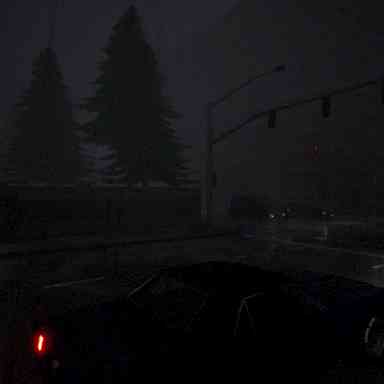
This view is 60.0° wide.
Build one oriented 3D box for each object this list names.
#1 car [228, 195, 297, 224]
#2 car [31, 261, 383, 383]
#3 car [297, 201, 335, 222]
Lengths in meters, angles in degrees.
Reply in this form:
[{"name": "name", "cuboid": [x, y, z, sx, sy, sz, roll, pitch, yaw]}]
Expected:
[{"name": "car", "cuboid": [5.081, 1.276, 25.934, 2.150, 2.045, 5.566, 0, 0, -32]}, {"name": "car", "cuboid": [0.670, 1.601, 4.260, 4.718, 1.301, 1.895, 0, 0, -35]}, {"name": "car", "cuboid": [9.131, 1.558, 27.164, 1.837, 1.490, 4.892, 0, 0, -40]}]
